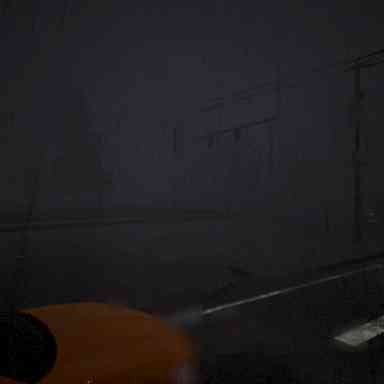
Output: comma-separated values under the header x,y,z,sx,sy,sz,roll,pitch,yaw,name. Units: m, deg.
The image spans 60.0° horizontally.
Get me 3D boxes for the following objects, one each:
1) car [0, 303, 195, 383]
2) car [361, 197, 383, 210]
x,y,z,sx,sy,sz,roll,pitch,yaw,name
-2.252,1.480,2.138,5.008,1.535,1.882,0,0,-36,car
21.857,1.376,39.552,4.892,1.490,1.837,0,0,-29,car
